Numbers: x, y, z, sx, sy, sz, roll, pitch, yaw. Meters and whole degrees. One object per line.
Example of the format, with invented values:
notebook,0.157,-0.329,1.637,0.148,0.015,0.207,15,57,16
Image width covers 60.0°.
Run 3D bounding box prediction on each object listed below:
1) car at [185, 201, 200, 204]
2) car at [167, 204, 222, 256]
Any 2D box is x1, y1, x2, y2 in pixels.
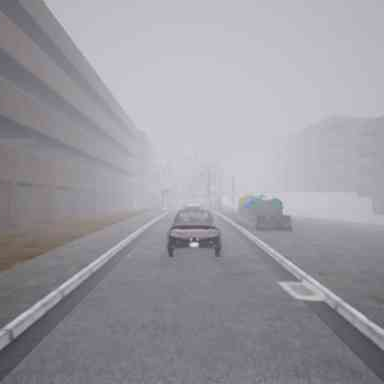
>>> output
car,0.078,1.548,29.158,1.812,1.442,4.674,0,-1,0
car,0.079,1.431,12.883,2.128,1.511,4.902,0,0,0
